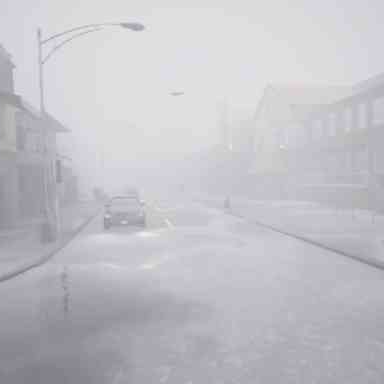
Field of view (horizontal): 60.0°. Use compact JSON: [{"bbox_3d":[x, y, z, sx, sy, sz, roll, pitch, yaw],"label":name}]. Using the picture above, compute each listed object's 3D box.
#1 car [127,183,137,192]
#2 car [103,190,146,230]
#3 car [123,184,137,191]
[{"bbox_3d":[-11.546,-0.863,63.908,1.812,1.442,4.674,-2,3,-10],"label":"car"},{"bbox_3d":[-3.291,0.912,16.424,1.812,1.442,4.674,-2,3,-10],"label":"car"},{"bbox_3d":[-7.262,0.133,39.261,1.895,1.301,4.718,-2,2,-10],"label":"car"}]
